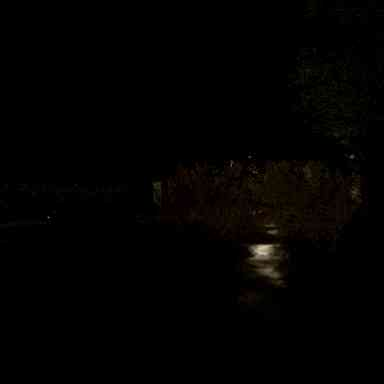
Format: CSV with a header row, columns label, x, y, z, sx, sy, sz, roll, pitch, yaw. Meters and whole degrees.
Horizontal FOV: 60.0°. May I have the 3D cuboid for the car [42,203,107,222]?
label,x,y,z,sx,sy,sz,roll,pitch,yaw
car,-9.205,1.583,26.319,1.895,1.301,4.718,0,0,41
